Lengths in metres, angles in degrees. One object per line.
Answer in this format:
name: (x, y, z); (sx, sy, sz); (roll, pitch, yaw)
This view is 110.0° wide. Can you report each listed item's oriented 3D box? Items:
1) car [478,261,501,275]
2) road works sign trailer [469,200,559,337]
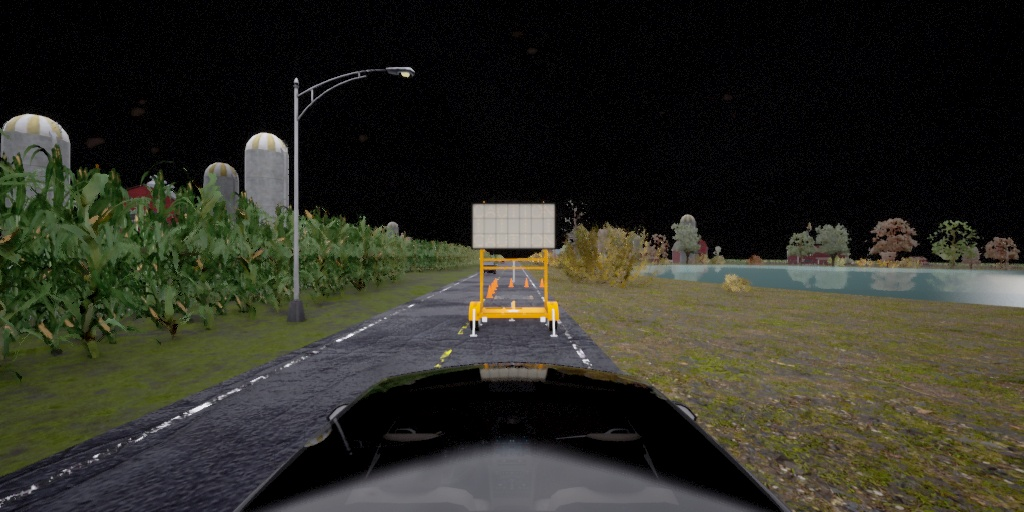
car: (-2.647, 1.336, 39.436); (2.033, 1.411, 5.357); (0, 0, 0)
road works sign trailer: (0.051, 0.217, 10.295); (2.380, 3.560, 2.880); (0, 0, 0)
